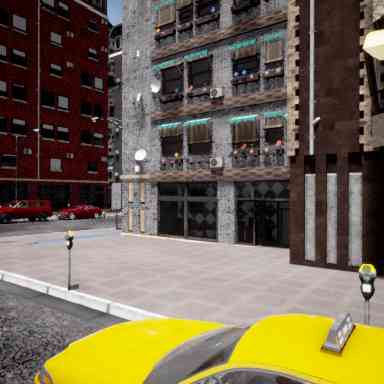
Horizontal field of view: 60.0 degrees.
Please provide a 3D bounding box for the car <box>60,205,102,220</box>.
[{"bbox_3d":[-10.840,1.923,32.274,1.887,1.381,4.507,-1,-2,35],"label":"car"}]

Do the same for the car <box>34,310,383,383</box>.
[{"bbox_3d":[0.754,1.525,2.338,4.829,1.417,1.752,0,0,36],"label":"car"}]

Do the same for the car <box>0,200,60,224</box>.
[{"bbox_3d":[-14.136,1.591,27.635,2.192,1.841,5.009,-1,-2,35],"label":"car"}]
